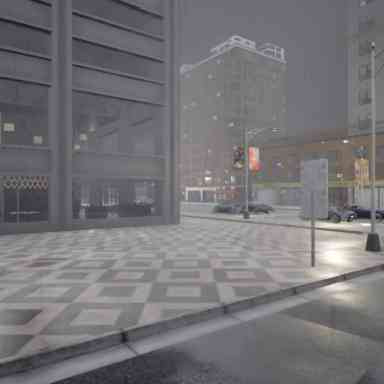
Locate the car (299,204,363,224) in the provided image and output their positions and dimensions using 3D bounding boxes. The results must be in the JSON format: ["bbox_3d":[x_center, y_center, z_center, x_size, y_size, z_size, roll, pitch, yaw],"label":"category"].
[{"bbox_3d":[10.440,1.615,25.716,1.994,1.385,4.181,0,0,-36],"label":"car"}]

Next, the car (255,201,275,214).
[{"bbox_3d":[6.525,1.642,36.688,2.033,1.411,5.357,0,0,-36],"label":"car"}]

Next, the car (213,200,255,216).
[{"bbox_3d":[4.052,1.657,34.572,1.994,1.385,4.181,0,0,-36],"label":"car"}]

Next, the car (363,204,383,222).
[{"bbox_3d":[13.711,1.648,26.735,1.895,1.301,4.718,0,0,-36],"label":"car"}]
